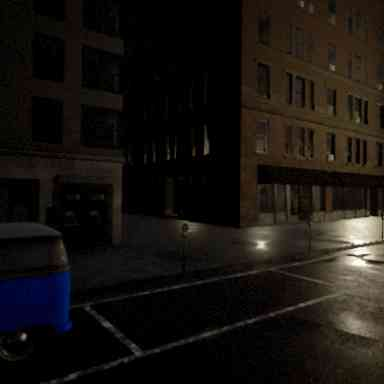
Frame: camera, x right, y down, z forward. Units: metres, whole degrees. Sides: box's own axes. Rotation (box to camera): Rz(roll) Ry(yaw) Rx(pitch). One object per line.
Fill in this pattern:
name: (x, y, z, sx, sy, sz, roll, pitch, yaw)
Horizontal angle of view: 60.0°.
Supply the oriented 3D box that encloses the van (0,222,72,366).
van: (-3.605, 1.338, 4.180, 3.998, 1.788, 1.690, 0, 0, -36)
